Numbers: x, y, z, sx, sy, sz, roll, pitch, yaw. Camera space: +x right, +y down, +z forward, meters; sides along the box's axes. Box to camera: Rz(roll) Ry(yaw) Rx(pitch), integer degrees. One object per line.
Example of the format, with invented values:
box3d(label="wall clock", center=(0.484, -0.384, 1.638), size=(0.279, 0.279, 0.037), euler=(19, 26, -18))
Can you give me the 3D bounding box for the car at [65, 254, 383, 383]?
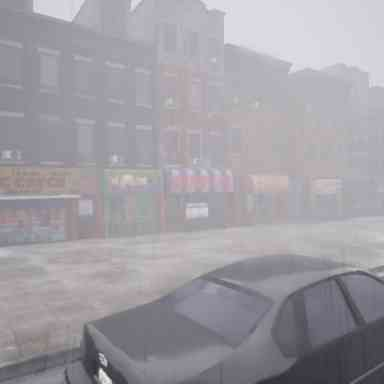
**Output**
box3d(label="car", center=(1.349, 1.546, 4.124), size=(5.357, 1.411, 2.033), euler=(0, 0, -35))
